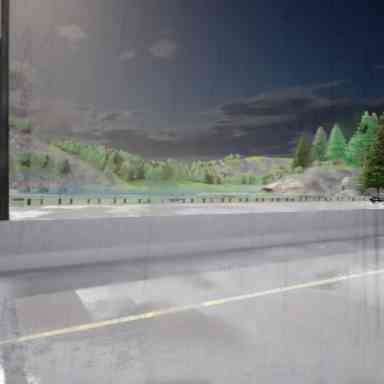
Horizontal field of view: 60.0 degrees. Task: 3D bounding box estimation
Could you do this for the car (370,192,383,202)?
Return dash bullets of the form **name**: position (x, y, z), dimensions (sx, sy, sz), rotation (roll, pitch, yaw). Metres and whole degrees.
- **car**: position (24.460, 0.693, 41.916), dimensions (4.181, 1.385, 1.994), rotation (0, 2, -29)
